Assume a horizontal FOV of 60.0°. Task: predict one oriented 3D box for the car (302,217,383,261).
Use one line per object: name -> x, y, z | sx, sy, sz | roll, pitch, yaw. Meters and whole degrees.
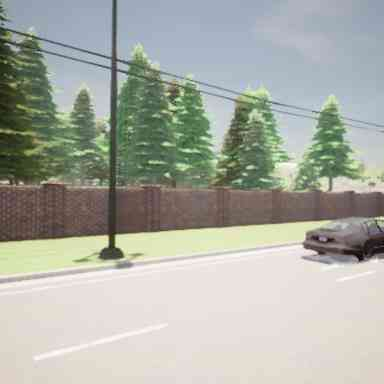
car -> 6.537, 1.690, 12.819 | 5.357, 1.411, 2.033 | 1, 0, -35
